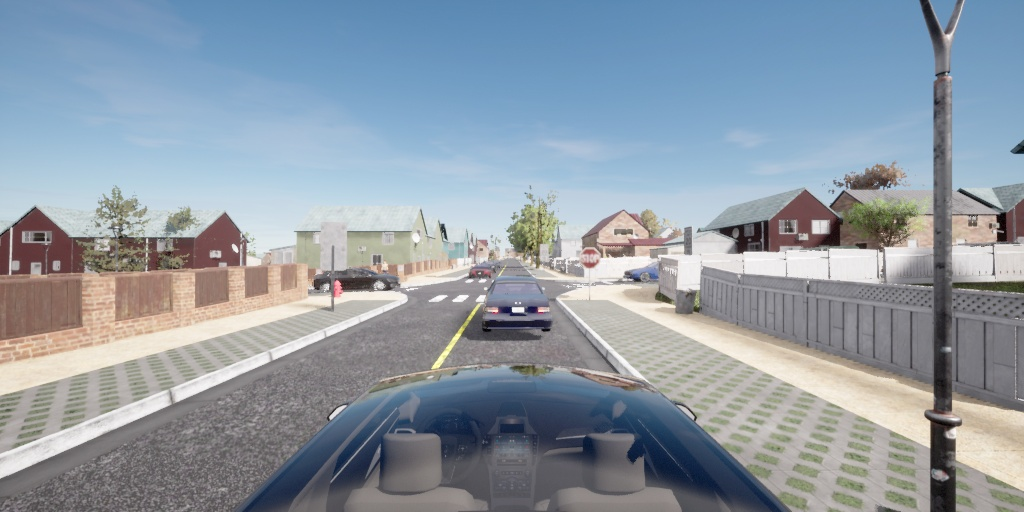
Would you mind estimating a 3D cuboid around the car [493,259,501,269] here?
[{"bbox_3d":[-2.769,1.242,41.887,2.128,1.511,4.902,0,0,0],"label":"car"}]

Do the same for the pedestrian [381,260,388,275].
[{"bbox_3d":[-9.644,1.212,27.177,0.375,1.860,0.375,0,0,0],"label":"pedestrian"}]

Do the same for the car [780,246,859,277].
[{"bbox_3d":[20.688,0.409,24.395,5.566,2.045,2.150,-2,-1,0],"label":"car"}]

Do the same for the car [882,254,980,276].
[{"bbox_3d":[24.939,0.577,21.462,4.181,1.385,1.994,-2,-1,0],"label":"car"}]

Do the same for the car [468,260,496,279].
[{"bbox_3d":[-2.792,1.316,32.801,1.994,1.385,4.181,0,0,0],"label":"car"}]

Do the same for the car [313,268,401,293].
[{"bbox_3d":[-9.234,1.444,21.515,4.892,1.490,1.837,-2,-1,-4],"label":"car"}]

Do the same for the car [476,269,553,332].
[{"bbox_3d":[0.093,1.300,10.848,2.033,1.411,5.357,0,0,-1],"label":"car"}]

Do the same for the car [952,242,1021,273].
[{"bbox_3d":[31.405,0.122,24.426,5.566,2.045,2.150,-2,-1,0],"label":"car"}]

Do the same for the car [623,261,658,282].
[{"bbox_3d":[10.409,1.013,24.385,5.357,1.411,2.033,-2,-1,1],"label":"car"}]
